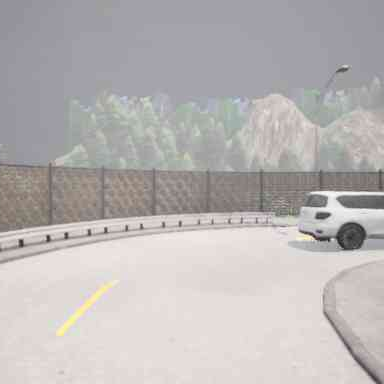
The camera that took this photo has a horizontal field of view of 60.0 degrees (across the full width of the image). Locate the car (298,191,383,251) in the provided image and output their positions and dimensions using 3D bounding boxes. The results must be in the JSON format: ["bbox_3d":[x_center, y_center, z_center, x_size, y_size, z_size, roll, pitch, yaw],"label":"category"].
[{"bbox_3d":[6.913,0.995,12.664,5.566,2.045,2.150,0,0,-6],"label":"car"}]
